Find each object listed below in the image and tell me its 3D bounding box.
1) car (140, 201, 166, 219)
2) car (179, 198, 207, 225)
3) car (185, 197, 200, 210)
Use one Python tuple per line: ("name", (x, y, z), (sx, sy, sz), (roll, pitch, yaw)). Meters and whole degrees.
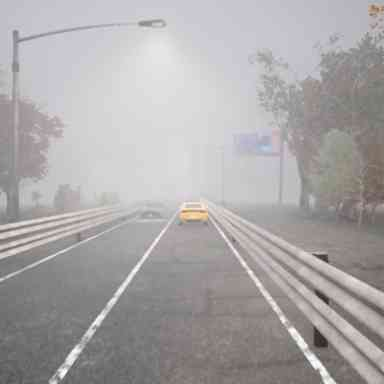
("car", (-3.364, 1.536, 29.742), (2.033, 1.411, 5.357), (0, 0, 0))
("car", (0.088, 1.468, 24.202), (1.882, 1.535, 5.008), (0, 0, 0))
("car", (0.067, 1.461, 42.623), (1.882, 1.535, 5.008), (0, 0, 0))
